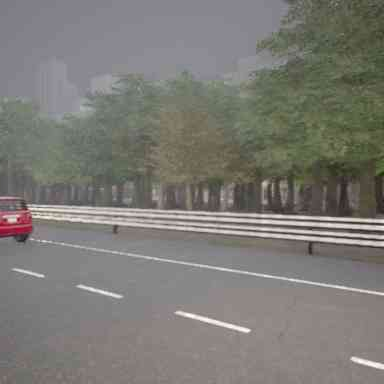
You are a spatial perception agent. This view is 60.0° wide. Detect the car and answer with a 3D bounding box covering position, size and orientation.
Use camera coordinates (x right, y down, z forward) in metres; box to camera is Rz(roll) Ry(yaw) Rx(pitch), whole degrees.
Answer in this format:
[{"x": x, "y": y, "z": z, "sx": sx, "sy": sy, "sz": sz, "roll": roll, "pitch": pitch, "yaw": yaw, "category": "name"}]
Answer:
[{"x": -9.351, "y": 1.225, "z": 14.868, "sx": 5.566, "sy": 2.045, "sz": 2.150, "roll": 0, "pitch": 0, "yaw": 36, "category": "car"}]
